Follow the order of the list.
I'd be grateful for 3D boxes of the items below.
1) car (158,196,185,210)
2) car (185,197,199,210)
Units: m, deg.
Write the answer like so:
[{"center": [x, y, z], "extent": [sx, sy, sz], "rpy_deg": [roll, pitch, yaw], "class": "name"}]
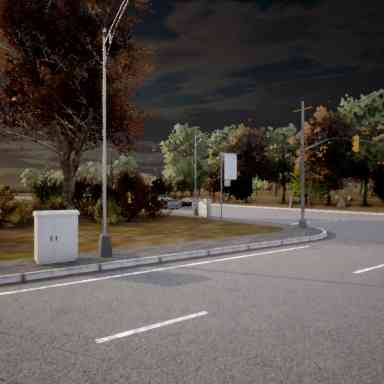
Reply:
[{"center": [-3.234, 1.327, 42.021], "extent": [2.097, 1.767, 4.553], "rpy_deg": [0, 0, -33], "class": "car"}, {"center": [0.031, 1.468, 43.424], "extent": [2.128, 1.511, 4.902], "rpy_deg": [0, 0, -33], "class": "car"}]
